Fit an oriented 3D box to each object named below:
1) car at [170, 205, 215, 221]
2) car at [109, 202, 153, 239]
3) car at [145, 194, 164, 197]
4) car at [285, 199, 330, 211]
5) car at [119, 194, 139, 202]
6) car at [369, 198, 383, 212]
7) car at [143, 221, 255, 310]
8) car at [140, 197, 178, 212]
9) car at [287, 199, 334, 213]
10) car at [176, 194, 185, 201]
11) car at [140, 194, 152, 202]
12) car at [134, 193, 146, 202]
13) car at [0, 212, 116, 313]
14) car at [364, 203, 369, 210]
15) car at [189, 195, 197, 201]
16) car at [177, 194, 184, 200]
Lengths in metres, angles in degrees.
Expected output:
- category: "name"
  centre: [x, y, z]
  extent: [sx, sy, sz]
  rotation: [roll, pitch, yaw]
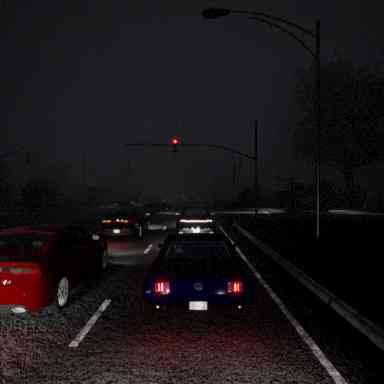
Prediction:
- category: "car"
  centre: [0.154, 1.491, 17.003]
  extent: [2.128, 1.511, 4.902]
  rotation: [0, 0, -1]
- category: "car"
  centre: [-3.356, 1.505, 17.266]
  extent: [1.837, 1.490, 4.892]
  rotation: [0, 0, 0]
- category: "car"
  centre: [-6.909, 1.547, 61.184]
  extent: [2.033, 1.411, 5.357]
  rotation: [0, 0, 0]
- category: "car"
  centre: [13.684, 1.526, 39.620]
  extent: [4.674, 1.442, 1.812]
  rotation: [0, 0, 5]
- category: "car"
  centre: [-10.452, 1.547, 53.376]
  extent: [2.033, 1.411, 5.357]
  rotation: [0, 0, 0]
- category: "car"
  centre: [22.235, 1.470, 35.629]
  extent: [5.008, 1.535, 1.882]
  rotation: [0, 0, 3]
- category: "car"
  centre: [0.120, 1.601, 7.741]
  extent: [1.895, 1.301, 4.718]
  rotation: [0, 0, 0]
- category: "car"
  centre: [-3.967, 1.601, 39.127]
  extent: [1.895, 1.301, 4.718]
  rotation: [0, 0, -32]
- category: "car"
  centre: [12.815, 1.491, 36.166]
  extent: [4.902, 1.511, 2.128]
  rotation: [0, 0, 3]
- category: "car"
  centre: [-3.275, 1.532, 84.626]
  extent: [2.033, 1.411, 5.357]
  rotation: [0, 0, 0]
- category: "car"
  centre: [-10.304, 1.355, 74.980]
  extent: [2.097, 1.767, 4.553]
  rotation: [0, 0, 0]
- category: "car"
  centre: [-10.368, 1.224, 64.422]
  extent: [2.150, 2.045, 5.566]
  rotation: [0, 0, 1]
- category: "car"
  centre: [-3.381, 1.478, 7.768]
  extent: [1.882, 1.535, 5.008]
  rotation: [0, 0, 0]
- category: "car"
  centre: [22.860, 1.484, 39.100]
  extent: [4.902, 1.511, 2.128]
  rotation: [0, 0, 3]
- category: "car"
  centre: [0.225, 1.500, 84.631]
  extent: [1.837, 1.490, 4.892]
  rotation: [0, 0, 0]
- category: "car"
  centre: [-3.207, 1.328, 95.035]
  extent: [1.882, 1.535, 5.008]
  rotation: [0, 0, 1]
